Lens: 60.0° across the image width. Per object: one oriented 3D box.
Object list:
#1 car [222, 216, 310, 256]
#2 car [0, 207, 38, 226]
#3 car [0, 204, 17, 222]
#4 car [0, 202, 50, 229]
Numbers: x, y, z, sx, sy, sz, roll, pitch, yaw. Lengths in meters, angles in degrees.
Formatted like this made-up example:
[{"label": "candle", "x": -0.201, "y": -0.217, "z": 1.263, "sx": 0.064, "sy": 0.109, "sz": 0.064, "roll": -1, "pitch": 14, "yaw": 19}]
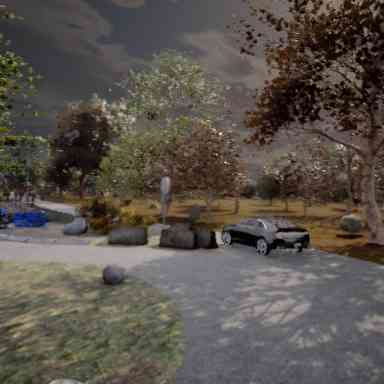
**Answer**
[{"label": "car", "x": 3.064, "y": 1.835, "z": 14.871, "sx": 2.128, "sy": 1.511, "sz": 4.902, "roll": 2, "pitch": -2, "yaw": -23}, {"label": "car", "x": -16.210, "y": 2.107, "z": 28.737, "sx": 2.231, "sy": 1.521, "sz": 4.892, "roll": 0, "pitch": -3, "yaw": 27}, {"label": "car", "x": -20.319, "y": 2.083, "z": 33.183, "sx": 2.185, "sy": 1.767, "sz": 4.553, "roll": 0, "pitch": -3, "yaw": 27}, {"label": "car", "x": -14.144, "y": 1.806, "z": 26.563, "sx": 2.435, "sy": 2.045, "sz": 5.566, "roll": 0, "pitch": -3, "yaw": 27}]
